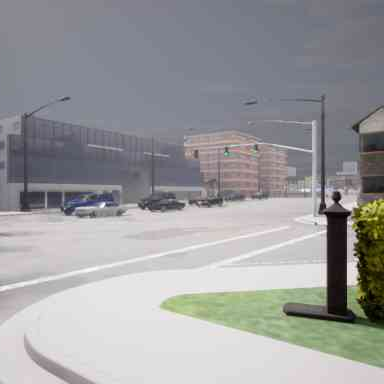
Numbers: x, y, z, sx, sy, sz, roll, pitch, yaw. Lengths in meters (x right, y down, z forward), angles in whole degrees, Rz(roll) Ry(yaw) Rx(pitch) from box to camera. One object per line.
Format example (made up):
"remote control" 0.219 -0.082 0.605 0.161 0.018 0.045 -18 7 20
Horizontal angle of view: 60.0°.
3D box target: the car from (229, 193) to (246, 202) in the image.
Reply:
"car" 7.537 0.901 58.085 2.033 1.411 5.357 0 1 35

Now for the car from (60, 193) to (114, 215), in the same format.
"car" -10.128 1.171 32.910 2.150 2.045 5.566 0 0 35

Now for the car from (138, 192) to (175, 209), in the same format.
"car" -4.187 1.072 41.384 2.150 2.045 5.566 0 1 36

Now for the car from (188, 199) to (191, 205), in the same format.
"car" 1.415 1.247 49.376 1.895 1.301 4.718 0 2 35

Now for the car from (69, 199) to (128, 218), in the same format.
"car" -8.091 1.555 29.712 1.895 1.301 4.718 0 0 35

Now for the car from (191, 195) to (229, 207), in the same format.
"car" 2.435 1.217 44.733 2.128 1.511 4.902 0 1 35

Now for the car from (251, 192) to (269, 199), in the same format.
"car" 13.707 0.733 66.768 2.033 1.411 5.357 0 0 36

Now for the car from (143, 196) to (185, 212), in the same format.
"car" -2.834 1.493 37.216 1.895 1.301 4.718 0 1 35
